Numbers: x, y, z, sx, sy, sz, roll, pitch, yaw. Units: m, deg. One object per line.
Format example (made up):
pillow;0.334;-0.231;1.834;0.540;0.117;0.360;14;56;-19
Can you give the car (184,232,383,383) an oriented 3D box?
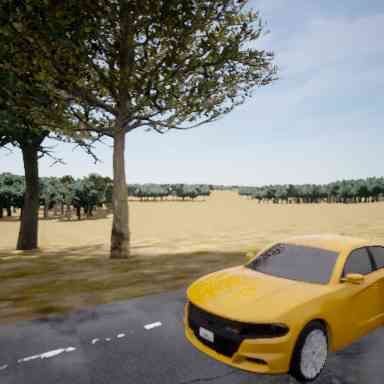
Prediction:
car;2.154;1.504;5.648;5.008;1.535;1.882;0;0;-38
